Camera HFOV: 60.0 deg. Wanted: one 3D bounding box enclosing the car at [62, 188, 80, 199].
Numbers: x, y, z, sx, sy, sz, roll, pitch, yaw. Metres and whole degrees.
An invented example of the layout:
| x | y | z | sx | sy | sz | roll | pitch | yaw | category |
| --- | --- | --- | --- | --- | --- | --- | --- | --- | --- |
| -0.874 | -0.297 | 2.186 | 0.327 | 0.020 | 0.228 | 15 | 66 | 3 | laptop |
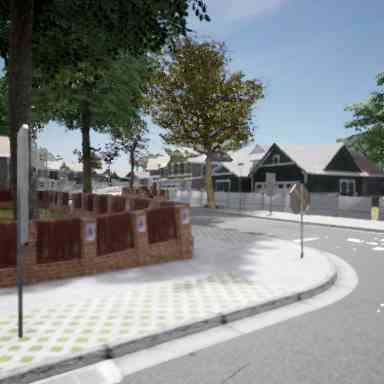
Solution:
| x | y | z | sx | sy | sz | roll | pitch | yaw | category |
| --- | --- | --- | --- | --- | --- | --- | --- | --- | --- |
| -17.275 | 0.201 | 47.561 | 2.097 | 1.767 | 4.553 | 0 | 2 | -31 | car |
